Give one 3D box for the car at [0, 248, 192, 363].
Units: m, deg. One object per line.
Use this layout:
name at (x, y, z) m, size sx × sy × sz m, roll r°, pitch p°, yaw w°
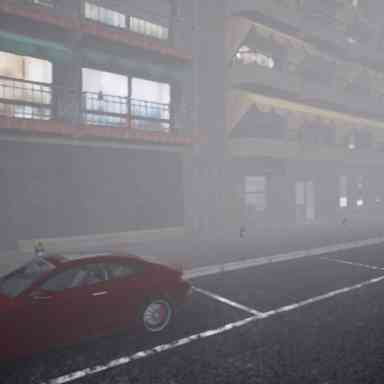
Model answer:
car at (-1.945, 1.585, 5.144) m, size 4.206 × 1.307 × 1.802 m, roll 0°, pitch -1°, yaw -36°
